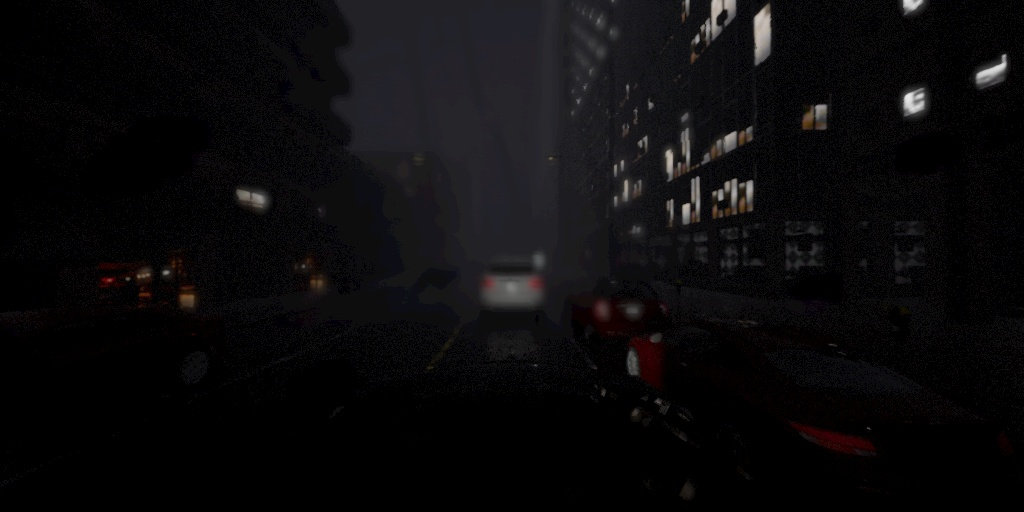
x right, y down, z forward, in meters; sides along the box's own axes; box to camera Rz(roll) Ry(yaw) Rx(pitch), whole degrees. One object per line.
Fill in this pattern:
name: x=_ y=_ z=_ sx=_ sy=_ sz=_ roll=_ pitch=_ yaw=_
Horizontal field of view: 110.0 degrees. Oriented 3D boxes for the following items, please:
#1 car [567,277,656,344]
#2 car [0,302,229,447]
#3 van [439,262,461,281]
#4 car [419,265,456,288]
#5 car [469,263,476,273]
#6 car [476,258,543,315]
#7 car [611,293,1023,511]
car: x=2.696 y=1.273 z=9.856 sx=1.967 sy=1.591 sz=4.097 roll=0 pitch=0 yaw=0
car: x=-5.689 y=1.321 z=4.216 sx=1.888 sy=1.381 sz=4.507 roll=0 pitch=0 yaw=0
van: x=-5.663 y=1.407 z=32.458 sx=1.690 sy=1.789 sz=3.998 roll=0 pitch=0 yaw=0
car: x=-5.669 y=1.574 z=26.809 sx=1.948 sy=1.339 sz=4.313 roll=0 pitch=0 yaw=0
car: x=-5.641 y=1.885 z=55.050 sx=1.802 sy=1.307 sz=4.207 roll=0 pitch=0 yaw=0
car: x=0.023 y=1.105 z=14.399 sx=2.150 sy=2.045 sz=5.566 roll=0 pitch=0 yaw=0
car: x=2.691 y=1.358 z=4.208 sx=1.802 sy=1.307 sz=4.207 roll=0 pitch=0 yaw=0
